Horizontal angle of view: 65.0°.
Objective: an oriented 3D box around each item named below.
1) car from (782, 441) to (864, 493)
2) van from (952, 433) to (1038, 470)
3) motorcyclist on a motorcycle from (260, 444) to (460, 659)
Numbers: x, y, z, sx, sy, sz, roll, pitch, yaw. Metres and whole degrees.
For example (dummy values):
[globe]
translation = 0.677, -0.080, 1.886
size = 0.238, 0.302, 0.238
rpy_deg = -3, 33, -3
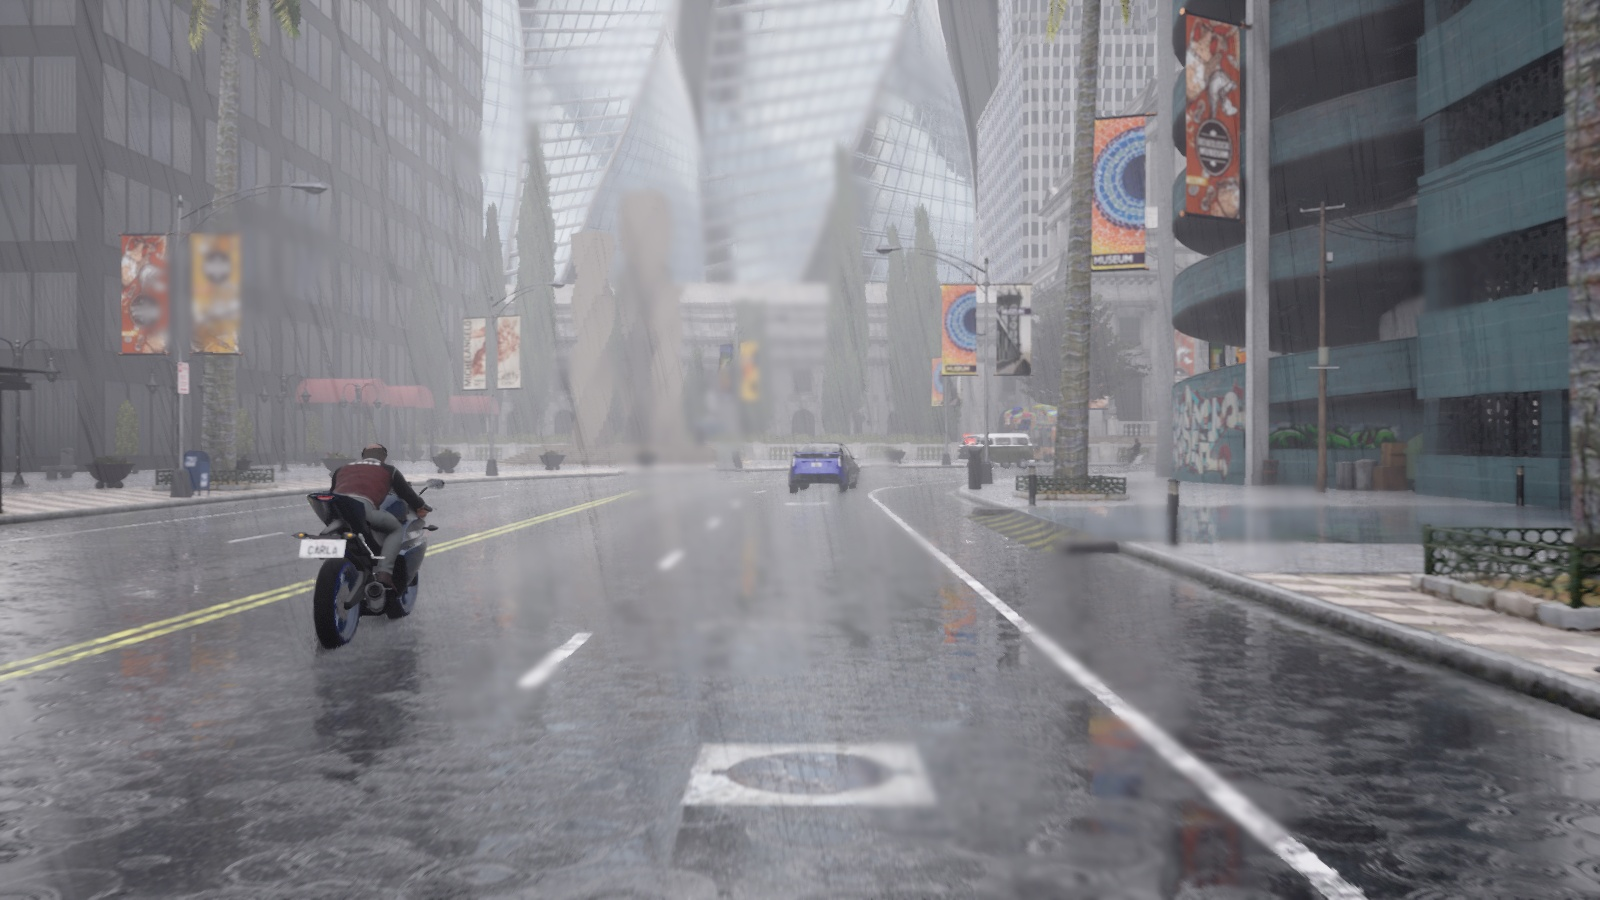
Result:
[car]
translation = 0.786, 0.476, 38.708
size = 2.007, 1.525, 4.514
rpy_deg = 0, 0, 8
[van]
translation = 11.010, 0.079, 70.886
size = 4.480, 2.038, 2.069
rpy_deg = 0, 0, -30
[motorcyclist on a motorcycle]
translation = -3.445, 0.722, 10.079
size = 0.866, 1.530, 2.191
rpy_deg = 0, 0, -1
